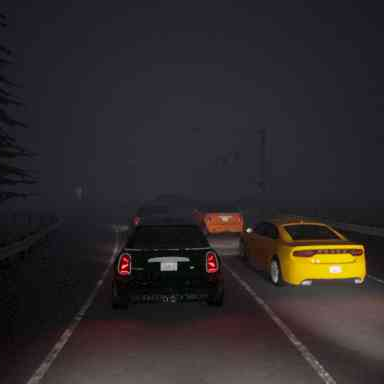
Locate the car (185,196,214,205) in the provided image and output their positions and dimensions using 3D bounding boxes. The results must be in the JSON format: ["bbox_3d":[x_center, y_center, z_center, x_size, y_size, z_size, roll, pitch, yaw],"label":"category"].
[{"bbox_3d":[1.354,1.503,59.965,4.892,1.490,1.837,0,0,-19],"label":"car"}]

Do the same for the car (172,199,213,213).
[{"bbox_3d":[0.065,1.565,37.131,4.181,1.385,1.994,0,0,-19],"label":"car"}]

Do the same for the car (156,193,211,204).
[{"bbox_3d":[-1.094,1.224,33.035,5.566,2.045,2.150,0,0,-19],"label":"car"}]

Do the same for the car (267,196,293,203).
[{"bbox_3d":[18.371,1.523,69.365,4.902,1.511,2.128,0,0,-19],"label":"car"}]

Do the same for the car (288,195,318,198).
[{"bbox_3d":[20.973,1.562,62.918,4.181,1.385,1.994,0,0,-19],"label":"car"}]

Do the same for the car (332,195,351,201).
[{"bbox_3d":[36.302,1.549,80.851,4.181,1.385,1.994,0,0,-29],"label":"car"}]

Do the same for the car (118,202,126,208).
[{"bbox_3d":[-6.581,1.550,42.262,5.357,1.411,2.033,0,0,-19],"label":"car"}]

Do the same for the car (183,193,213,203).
[{"bbox_3d":[1.176,1.219,67.250,5.566,2.045,2.150,0,0,-18],"label":"car"}]

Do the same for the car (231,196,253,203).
[{"bbox_3d":[10.584,1.550,70.407,4.181,1.385,1.994,0,0,-19],"label":"car"}]

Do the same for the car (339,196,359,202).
[{"bbox_3d":[36.173,1.593,76.682,4.718,1.301,1.895,0,0,-29],"label":"car"}]

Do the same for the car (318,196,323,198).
[{"bbox_3d":[27.342,1.522,68.763,4.674,1.442,1.812,0,0,-19],"label":"car"}]

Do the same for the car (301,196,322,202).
[{"bbox_3d":[27.482,1.550,76.313,4.181,1.385,1.994,0,0,-21],"label":"car"}]

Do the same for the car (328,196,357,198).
[{"bbox_3d":[29.304,1.523,65.753,4.902,1.511,2.128,0,0,-19],"label":"car"}]

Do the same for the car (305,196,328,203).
[{"bbox_3d":[27.031,1.522,72.368,4.674,1.442,1.812,0,0,-19],"label":"car"}]

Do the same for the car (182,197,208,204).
[{"bbox_3d":[0.533,1.599,63.378,4.718,1.301,1.895,0,0,-19],"label":"car"}]

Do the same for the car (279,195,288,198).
[{"bbox_3d":[19.098,1.350,65.934,4.553,1.767,2.097,0,0,-18],"label":"car"}]

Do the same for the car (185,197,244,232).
[{"bbox_3d":[1.208,1.351,18.315,2.097,1.767,4.553,0,0,-11],"label":"car"}]

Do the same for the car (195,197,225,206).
[{"bbox_3d":[3.093,1.599,56.862,4.718,1.301,1.895,0,0,-19],"label":"car"}]

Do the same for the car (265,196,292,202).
[{"bbox_3d":[19.081,1.538,73.306,5.357,1.411,2.033,0,0,-19],"label":"car"}]

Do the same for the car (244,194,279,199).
[{"bbox_3d":[12.521,1.490,60.066,4.902,1.511,2.128,0,0,-19],"label":"car"}]

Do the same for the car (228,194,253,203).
[{"bbox_3d":[9.750,1.350,66.472,4.553,1.767,2.097,0,0,-18],"label":"car"}]

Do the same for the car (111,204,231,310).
[{"bbox_3d":[-0.628,1.352,8.070,2.097,1.767,4.553,0,0,-6],"label":"car"}]

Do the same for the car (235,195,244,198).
[{"bbox_3d":[10.805,1.350,63.166,4.553,1.767,2.097,0,0,-19],"label":"car"}]

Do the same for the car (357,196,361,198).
[{"bbox_3d":[36.712,1.523,72.971,4.902,1.511,2.128,0,0,-25],"label":"car"}]

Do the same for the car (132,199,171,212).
[{"bbox_3d":[-4.790,1.566,39.172,4.181,1.385,1.994,0,0,-19],"label":"car"}]

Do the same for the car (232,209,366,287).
[{"bbox_3d":[2.733,1.477,9.430,1.882,1.535,5.008,0,0,-6],"label":"car"}]

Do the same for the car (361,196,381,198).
[{"bbox_3d":[38.672,1.538,70.038,5.357,1.411,2.033,0,0,-29],"label":"car"}]

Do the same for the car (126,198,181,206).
[{"bbox_3d":[-2.106,1.351,16.877,2.097,1.767,4.553,0,0,-12],"label":"car"}]
